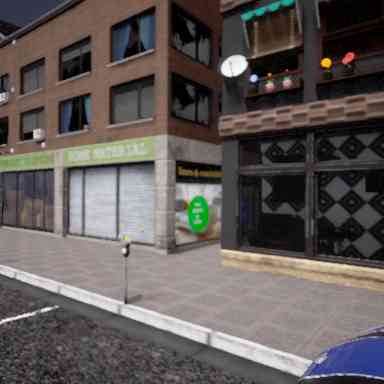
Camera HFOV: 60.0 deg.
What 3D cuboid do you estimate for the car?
[{"bbox_3d":[2.653,1.384,1.402,4.553,1.767,2.097,0,0,37],"label":"car"}]
